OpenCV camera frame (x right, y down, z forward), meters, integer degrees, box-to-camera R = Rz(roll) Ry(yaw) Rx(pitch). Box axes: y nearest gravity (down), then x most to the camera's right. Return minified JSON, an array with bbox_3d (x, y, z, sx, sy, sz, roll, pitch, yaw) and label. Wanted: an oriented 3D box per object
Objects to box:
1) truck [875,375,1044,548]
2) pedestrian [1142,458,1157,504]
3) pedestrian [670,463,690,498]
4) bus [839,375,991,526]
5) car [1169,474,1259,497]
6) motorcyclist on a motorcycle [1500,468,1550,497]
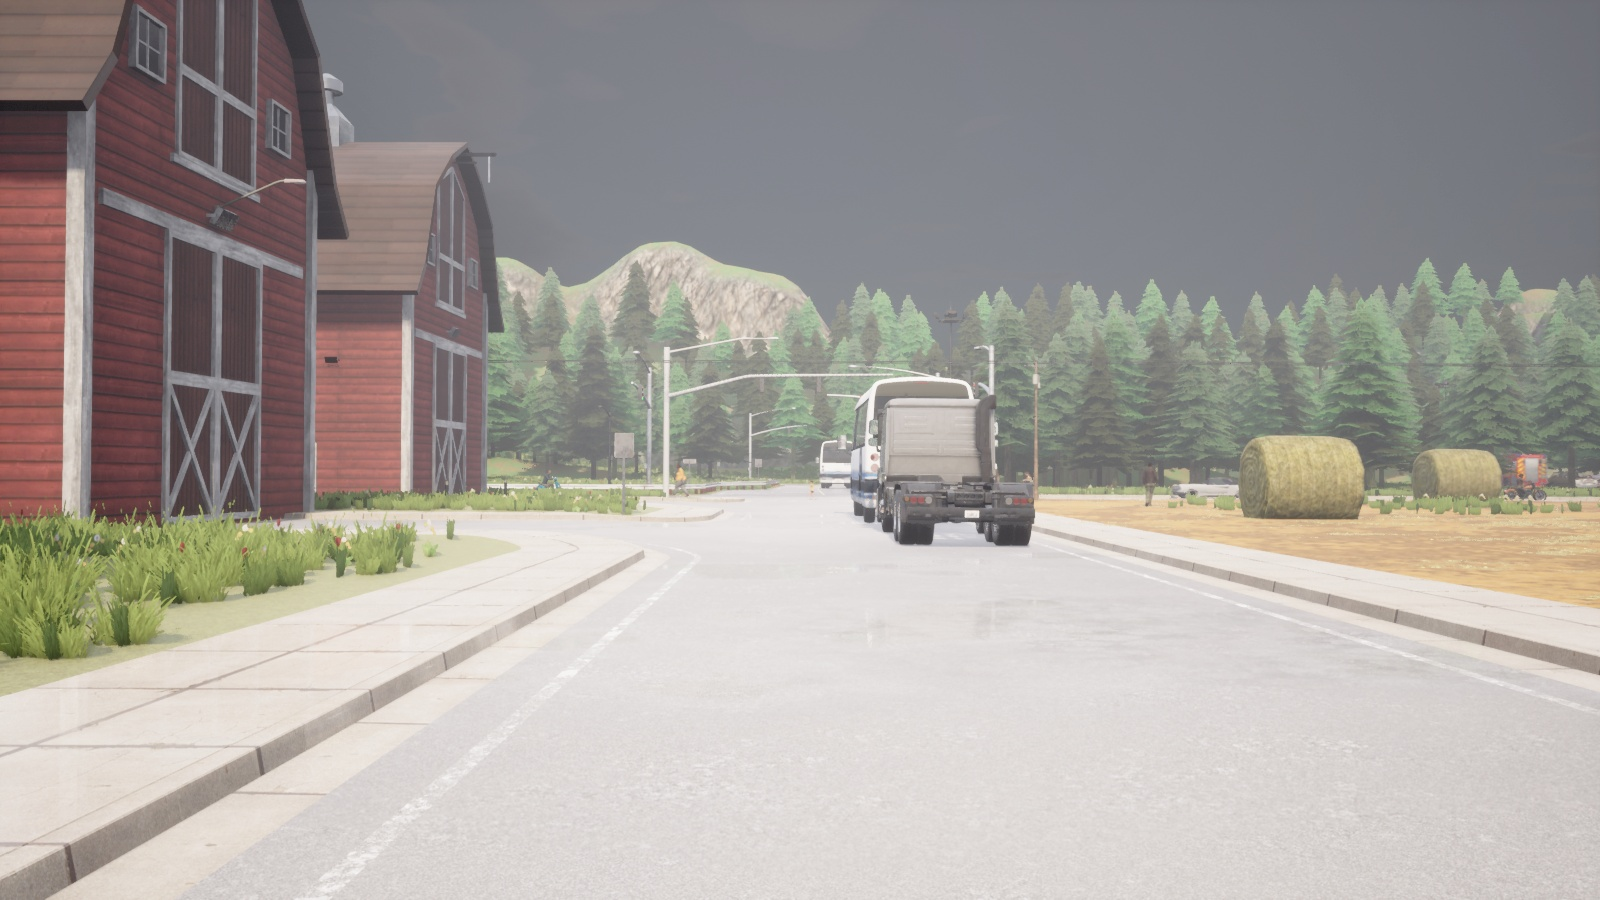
[{"bbox_3d":[3.448,0.292,29.228,2.891,3.462,7.936,0,-1,0],"label":"truck"},{"bbox_3d":[14.314,1.270,51.388,0.431,1.840,0.703,-1,-1,28],"label":"pedestrian"},{"bbox_3d":[-6.436,1.637,67.148,0.900,1.855,0.874,0,-1,6],"label":"pedestrian"},{"bbox_3d":[3.420,0.106,40.695,3.944,4.253,10.273,0,-1,0],"label":"bus"},{"bbox_3d":[24.543,2.093,74.569,4.718,1.301,1.895,0,-1,1],"label":"car"},{"bbox_3d":[40.897,1.814,70.807,2.350,1.649,0.766,0,-1,1],"label":"motorcyclist on a motorcycle"}]
